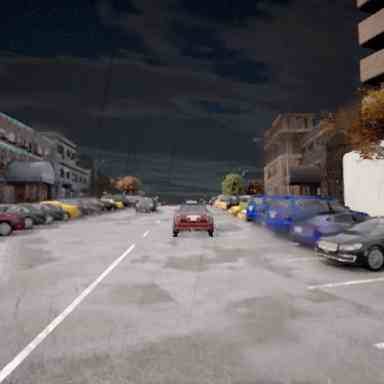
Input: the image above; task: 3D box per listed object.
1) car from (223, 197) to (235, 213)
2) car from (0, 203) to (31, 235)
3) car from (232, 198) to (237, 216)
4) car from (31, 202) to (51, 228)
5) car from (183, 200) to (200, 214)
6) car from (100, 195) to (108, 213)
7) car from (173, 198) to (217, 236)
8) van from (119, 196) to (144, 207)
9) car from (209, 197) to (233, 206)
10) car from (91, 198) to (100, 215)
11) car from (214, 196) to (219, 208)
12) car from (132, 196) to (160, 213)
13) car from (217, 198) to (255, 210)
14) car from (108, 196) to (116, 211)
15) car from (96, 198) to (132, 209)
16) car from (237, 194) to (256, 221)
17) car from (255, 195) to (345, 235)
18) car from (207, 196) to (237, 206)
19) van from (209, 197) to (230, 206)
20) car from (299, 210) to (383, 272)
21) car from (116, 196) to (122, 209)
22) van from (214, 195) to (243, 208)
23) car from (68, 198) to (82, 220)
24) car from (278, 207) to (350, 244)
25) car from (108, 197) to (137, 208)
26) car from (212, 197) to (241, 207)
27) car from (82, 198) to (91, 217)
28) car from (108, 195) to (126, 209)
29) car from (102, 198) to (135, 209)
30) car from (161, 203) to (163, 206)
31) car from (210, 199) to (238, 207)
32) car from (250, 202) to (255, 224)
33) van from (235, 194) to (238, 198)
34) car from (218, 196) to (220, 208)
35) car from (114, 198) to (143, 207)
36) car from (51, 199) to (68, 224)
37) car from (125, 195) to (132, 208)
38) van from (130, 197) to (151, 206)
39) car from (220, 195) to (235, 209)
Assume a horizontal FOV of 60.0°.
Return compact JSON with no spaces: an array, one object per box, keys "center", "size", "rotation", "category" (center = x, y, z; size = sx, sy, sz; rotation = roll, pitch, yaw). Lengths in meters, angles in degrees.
[{"center":[6.085,1.530,31.713],"size":[5.366,1.575,1.946],"rotation":[1,0,-20],"category":"car"},{"center":[-11.427,1.494,17.310],"size":[5.008,1.535,2.097],"rotation":[-1,0,-21],"category":"car"},{"center":[6.134,1.518,25.720],"size":[5.366,1.575,1.946],"rotation":[1,0,-20],"category":"car"},{"center":[-11.446,1.499,20.245],"size":[4.892,1.521,2.231],"rotation":[-1,0,-21],"category":"car"},{"center":[-0.064,1.592,36.568],"size":[1.812,1.442,4.674],"rotation":[0,0,0],"category":"car"},{"center":[-11.545,1.411,34.923],"size":[4.553,1.767,2.185],"rotation":[-1,0,-20],"category":"car"},{"center":[0.058,1.371,18.785],"size":[2.097,1.767,4.553],"rotation":[0,0,0],"category":"car"},{"center":[-11.754,1.796,64.217],"size":[4.442,1.987,1.878],"rotation":[0,-1,-20],"category":"van"},{"center":[6.220,2.075,70.689],"size":[4.553,1.767,2.185],"rotation":[1,-2,-20],"category":"car"},{"center":[-11.558,1.561,31.989],"size":[4.674,1.452,2.002],"rotation":[-1,0,-20],"category":"car"},{"center":[6.021,1.620,43.682],"size":[5.366,1.575,1.946],"rotation":[1,-1,-20],"category":"car"},{"center":[-5.267,1.441,38.701],"size":[2.097,1.767,4.553],"rotation":[0,-1,0],"category":"car"},{"center":[6.156,1.696,46.724],"size":[4.792,1.488,2.163],"rotation":[1,-1,-20],"category":"car"},{"center":[-11.585,1.558,37.853],"size":[5.008,1.535,2.097],"rotation":[-1,0,-20],"category":"car"},{"center":[-11.633,1.704,49.583],"size":[4.892,1.521,2.231],"rotation":[-1,-1,-20],"category":"car"},{"center":[6.360,1.269,22.803],"size":[5.566,2.045,2.435],"rotation":[1,0,-20],"category":"car"},{"center":[6.370,1.264,16.784],"size":[5.566,2.045,2.435],"rotation":[1,0,-20],"category":"car"},{"center":[6.160,1.860,67.673],"size":[5.566,2.045,2.435],"rotation":[1,-2,-20],"category":"car"},{"center":[6.088,2.070,73.633],"size":[4.442,1.987,1.878],"rotation":[1,-2,-20],"category":"van"},{"center":[6.308,1.511,10.749],"size":[4.892,1.521,2.231],"rotation":[1,0,-19],"category":"car"},{"center":[-11.613,1.587,40.784],"size":[5.008,1.535,2.097],"rotation":[-1,-1,-20],"category":"car"},{"center":[6.061,1.590,55.674],"size":[4.442,1.987,1.878],"rotation":[1,-1,-20],"category":"van"},{"center":[-11.501,1.505,26.115],"size":[5.008,1.535,2.097],"rotation":[-1,0,-20],"category":"car"},{"center":[6.350,1.542,13.769],"size":[4.792,1.488,2.163],"rotation":[1,0,-20],"category":"car"},{"center":[-11.618,1.686,55.461],"size":[4.553,1.767,2.185],"rotation":[0,-1,-20],"category":"car"},{"center":[6.136,1.757,58.703],"size":[4.553,1.767,2.185],"rotation":[1,-2,-20],"category":"car"},{"center":[-11.504,1.386,29.057],"size":[4.553,1.767,2.185],"rotation":[-1,0,-20],"category":"car"},{"center":[-11.793,1.617,43.656],"size":[5.366,1.575,1.946],"rotation":[-1,0,-20],"category":"car"},{"center":[-11.638,1.757,52.520],"size":[4.892,1.521,2.231],"rotation":[-1,-1,-20],"category":"car"},{"center":[-11.463,3.487,93.491],"size":[4.892,1.521,2.231],"rotation":[1,-4,-19],"category":"car"},{"center":[6.199,2.059,64.703],"size":[4.792,1.488,2.163],"rotation":[1,-2,-20],"category":"car"},{"center":[6.341,1.519,19.788],"size":[4.892,1.521,2.231],"rotation":[1,0,-20],"category":"car"},{"center":[6.394,1.303,28.826],"size":[4.442,1.987,1.878],"rotation":[1,0,-20],"category":"van"},{"center":[6.380,1.595,40.819],"size":[5.366,1.575,1.946],"rotation":[1,-1,-20],"category":"car"},{"center":[-11.653,1.945,61.318],"size":[5.008,1.535,2.097],"rotation":[0,-2,-20],"category":"car"},{"center":[-11.472,1.503,23.177],"size":[4.892,1.521,2.231],"rotation":[-1,0,-20],"category":"car"},{"center":[-11.660,1.409,46.640],"size":[5.566,2.045,2.435],"rotation":[-1,-1,-20],"category":"car"},{"center":[-11.718,2.170,75.944],"size":[4.442,1.987,1.878],"rotation":[0,-2,-20],"category":"van"},{"center":[6.267,1.298,34.784],"size":[5.566,2.045,2.435],"rotation":[1,-1,-20],"category":"car"}]
